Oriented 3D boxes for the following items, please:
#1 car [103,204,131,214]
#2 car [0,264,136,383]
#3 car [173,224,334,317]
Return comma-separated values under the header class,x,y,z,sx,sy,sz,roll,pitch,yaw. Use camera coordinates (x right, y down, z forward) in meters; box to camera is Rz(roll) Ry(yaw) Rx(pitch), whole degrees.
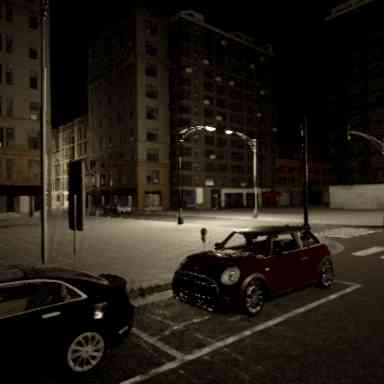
class,x,y,z,sx,sy,sz,roll,pitch,yaw
car,-10.149,2.309,44.701,1.895,1.301,4.718,0,-1,-41
car,-2.809,1.672,4.004,4.403,1.369,2.008,0,-1,-40
car,1.509,1.555,7.694,4.097,1.590,1.967,0,-1,-40
